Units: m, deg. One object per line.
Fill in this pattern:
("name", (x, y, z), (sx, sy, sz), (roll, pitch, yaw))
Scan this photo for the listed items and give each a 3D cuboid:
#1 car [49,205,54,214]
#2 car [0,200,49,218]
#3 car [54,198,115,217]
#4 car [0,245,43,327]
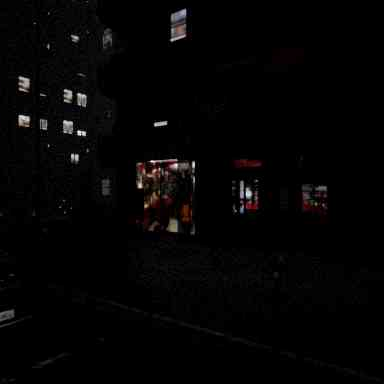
("car", (-10.949, 1.250, 30.497), (1.752, 1.417, 4.829), (1, 1, 35))
("car", (-14.039, 1.350, 26.071), (2.008, 1.369, 4.403), (1, 1, 35))
("car", (-9.024, 1.330, 28.747), (1.895, 1.301, 4.718), (0, 1, 35))
("car", (-4.473, 1.551, 6.062), (4.403, 1.369, 2.008), (0, 0, 35))
